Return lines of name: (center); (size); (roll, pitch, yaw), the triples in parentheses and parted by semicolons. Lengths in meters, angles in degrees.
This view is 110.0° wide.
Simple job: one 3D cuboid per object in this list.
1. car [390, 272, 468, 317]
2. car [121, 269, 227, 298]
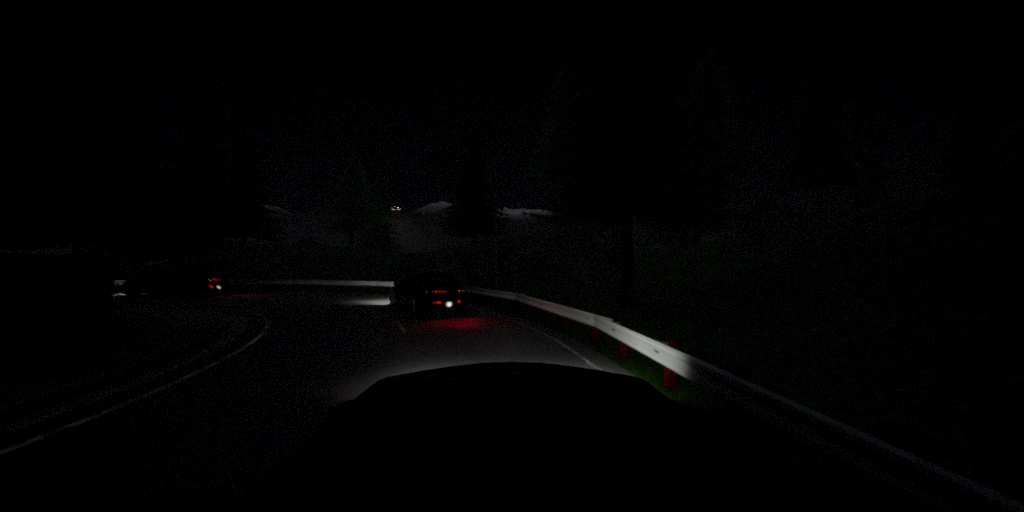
car: (-3.376, 1.376, 14.118); (1.837, 1.490, 4.892); (1, -1, -32)
car: (-18.524, 1.455, 19.743); (4.892, 1.490, 1.837); (0, -1, 0)
